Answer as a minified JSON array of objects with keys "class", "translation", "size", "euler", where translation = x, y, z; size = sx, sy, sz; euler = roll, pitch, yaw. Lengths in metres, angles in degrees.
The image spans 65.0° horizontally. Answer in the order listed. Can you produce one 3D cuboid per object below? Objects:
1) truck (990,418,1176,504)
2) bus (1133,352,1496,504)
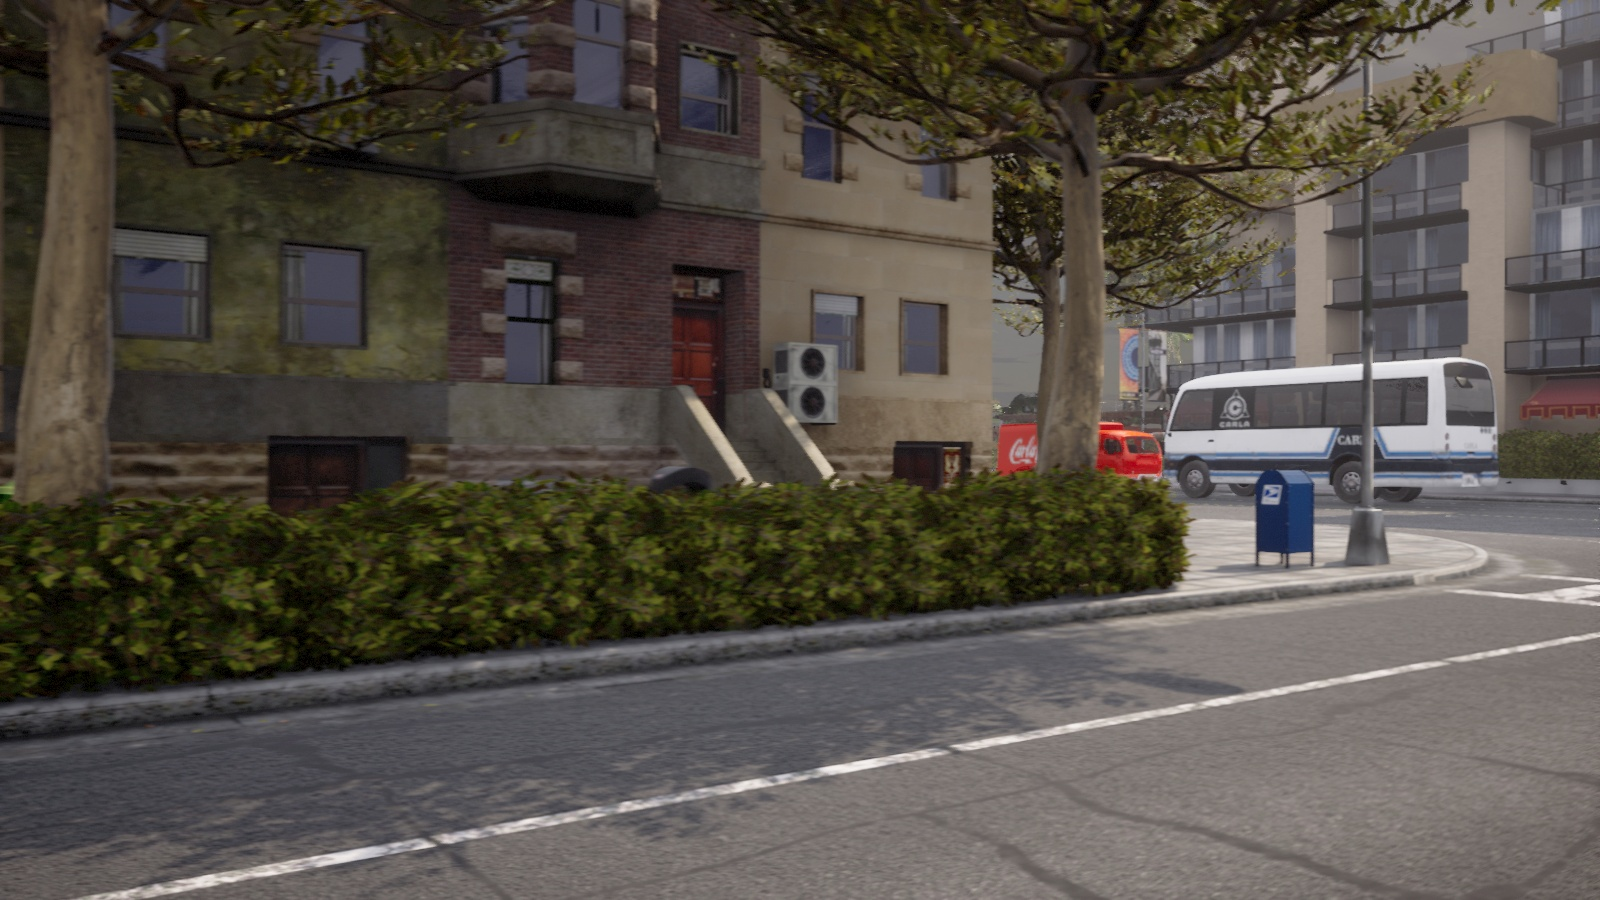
[{"class":"truck","translation":[8.668,0.335,38.928],"size":[2.627,2.467,5.204],"euler":[0,0,-35]},{"class":"bus","translation":[16.133,-0.567,40.479],"size":[3.944,4.253,10.273],"euler":[0,-1,-35]}]
